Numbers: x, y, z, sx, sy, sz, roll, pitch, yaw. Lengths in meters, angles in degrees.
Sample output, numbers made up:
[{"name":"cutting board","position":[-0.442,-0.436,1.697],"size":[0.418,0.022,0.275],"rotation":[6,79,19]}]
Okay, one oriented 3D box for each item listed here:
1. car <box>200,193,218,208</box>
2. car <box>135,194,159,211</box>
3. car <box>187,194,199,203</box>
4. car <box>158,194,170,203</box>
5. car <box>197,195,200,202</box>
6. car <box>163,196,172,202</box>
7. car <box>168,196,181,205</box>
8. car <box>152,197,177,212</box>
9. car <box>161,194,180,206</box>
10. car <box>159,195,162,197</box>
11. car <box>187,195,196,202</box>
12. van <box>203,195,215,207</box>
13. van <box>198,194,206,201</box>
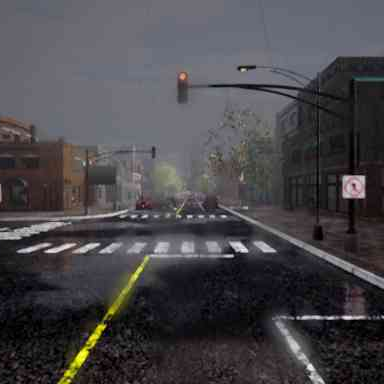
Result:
[{"name":"car","position":[2.614,1.330,47.071],"size":[2.192,1.841,5.009],"rotation":[-1,0,0]},{"name":"car","position":[-5.758,1.329,41.514],"size":[2.192,1.841,5.009],"rotation":[-1,0,0]},{"name":"car","position":[-0.104,1.513,67.511],"size":[2.128,1.511,4.902],"rotation":[0,0,0]},{"name":"car","position":[-5.800,1.337,69.234],"size":[2.192,1.841,5.009],"rotation":[-1,0,0]},{"name":"car","position":[2.591,1.571,63.703],"size":[2.008,1.369,4.403],"rotation":[-1,0,0]},{"name":"car","position":[-5.815,1.569,80.322],"size":[1.887,1.381,4.507],"rotation":[-1,0,0]},{"name":"car","position":[-3.092,1.511,58.901],"size":[2.128,1.511,4.902],"rotation":[0,0,0]},{"name":"car","position":[-3.154,1.577,38.970],"size":[1.994,1.385,4.181],"rotation":[0,0,0]},{"name":"car","position":[-3.143,1.494,48.771],"size":[1.882,1.535,5.008],"rotation":[0,0,0]},{"name":"car","position":[-5.765,1.560,47.058],"size":[1.887,1.381,4.507],"rotation":[-1,0,0]},{"name":"car","position":[-0.119,1.399,77.927],"size":[1.882,1.535,5.008],"rotation":[0,0,0]},{"name":"van","position":[2.606,1.358,52.615],"size":[1.690,1.788,3.998],"rotation":[-1,0,0]},{"name":"van","position":[2.555,1.367,85.879],"size":[1.690,1.788,3.998],"rotation":[-1,0,0]}]
